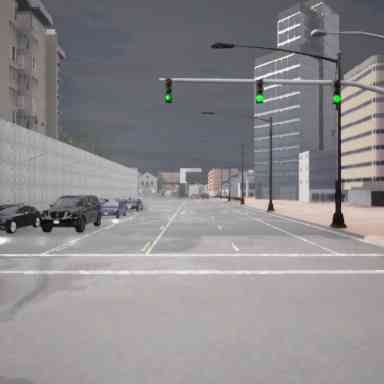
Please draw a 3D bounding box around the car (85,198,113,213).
[{"bbox_3d":[-10.614,1.499,38.439,1.837,1.490,4.892,0,0,0],"label":"car"}]

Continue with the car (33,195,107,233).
[{"bbox_3d":[-7.107,1.218,20.185,2.150,2.045,5.566,0,0,0],"label":"car"}]

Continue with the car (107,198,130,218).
[{"bbox_3d":[-7.114,1.521,29.826,1.812,1.442,4.674,0,0,0],"label":"car"}]

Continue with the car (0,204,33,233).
[{"bbox_3d":[-10.611,1.502,19.553,1.837,1.490,4.892,0,0,0],"label":"car"}]

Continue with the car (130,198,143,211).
[{"bbox_3d":[-7.112,1.485,40.168,2.128,1.511,4.902,0,0,0],"label":"car"}]

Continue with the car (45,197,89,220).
[{"bbox_3d":[-10.615,1.348,28.621,2.097,1.767,4.553,0,0,0],"label":"car"}]

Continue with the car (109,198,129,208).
[{"bbox_3d":[-10.582,1.593,48.499,1.895,1.301,4.718,0,0,0],"label":"car"}]
